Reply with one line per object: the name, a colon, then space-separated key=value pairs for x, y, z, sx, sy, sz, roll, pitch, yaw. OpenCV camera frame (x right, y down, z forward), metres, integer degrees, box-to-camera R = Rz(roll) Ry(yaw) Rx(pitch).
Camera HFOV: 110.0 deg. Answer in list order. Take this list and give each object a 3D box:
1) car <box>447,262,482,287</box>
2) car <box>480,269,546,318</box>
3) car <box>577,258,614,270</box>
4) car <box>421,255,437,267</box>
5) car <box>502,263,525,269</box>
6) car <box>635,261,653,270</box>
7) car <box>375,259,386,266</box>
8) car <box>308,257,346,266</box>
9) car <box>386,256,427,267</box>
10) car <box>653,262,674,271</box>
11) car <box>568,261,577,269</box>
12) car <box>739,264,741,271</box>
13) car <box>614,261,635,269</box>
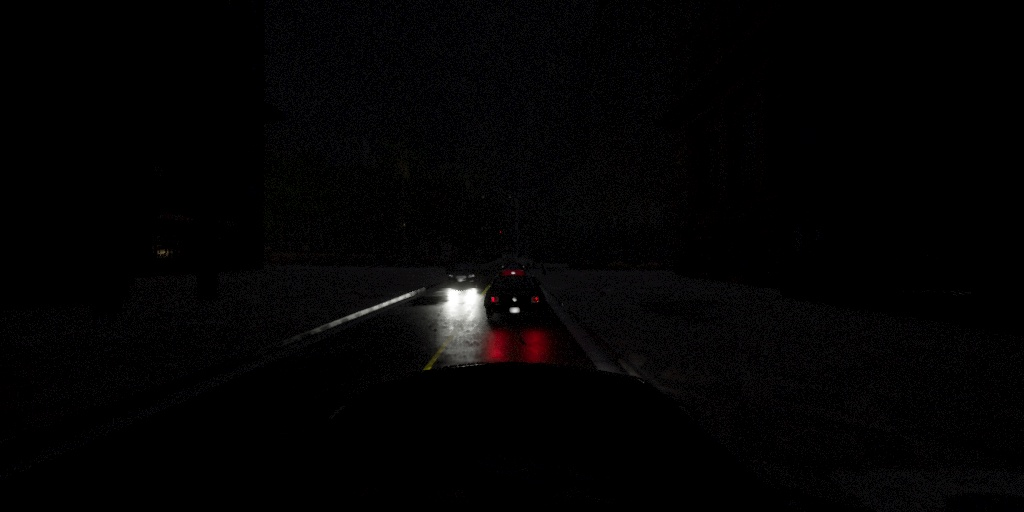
car: x=-3.094 y=1.197 z=24.049 sx=2.128 sy=1.511 sz=4.902 roll=0 pitch=0 yaw=0
car: x=0.092 y=1.328 z=12.937 sx=1.895 sy=1.301 sz=4.718 roll=0 pitch=0 yaw=0
car: x=11.858 y=1.286 z=50.991 sx=4.097 sy=1.591 sz=1.967 roll=0 pitch=0 yaw=0
car: x=-14.964 y=0.810 z=59.600 sx=5.009 sy=1.841 sz=2.192 roll=0 pitch=0 yaw=0
car: x=0.094 y=1.260 z=29.285 sx=1.994 sy=1.385 sz=4.181 roll=0 pitch=0 yaw=0
car: x=22.785 y=1.553 z=59.483 sx=4.829 sy=1.417 sz=1.751 roll=0 pitch=0 yaw=0
car: x=-20.488 y=0.958 z=59.617 sx=4.507 sy=1.381 sz=1.888 roll=0 pitch=0 yaw=0
car: x=-26.027 y=0.864 z=51.108 sx=4.313 sy=1.339 sz=1.948 roll=0 pitch=0 yaw=0
car: x=-14.979 y=1.013 z=51.074 sx=4.403 sy=1.370 sz=2.007 roll=0 pitch=0 yaw=0
car: x=22.938 y=1.561 z=50.957 sx=4.313 sy=1.339 sz=1.948 roll=0 pitch=0 yaw=0
car: x=11.874 y=1.193 z=59.517 sx=5.009 sy=1.841 sz=2.192 roll=0 pitch=0 yaw=0
car: x=34.017 y=1.704 z=50.923 sx=4.313 sy=1.339 sz=1.948 roll=0 pitch=0 yaw=0
car: x=17.245 y=1.479 z=59.500 sx=4.829 sy=1.417 sz=1.751 roll=0 pitch=0 yaw=0
